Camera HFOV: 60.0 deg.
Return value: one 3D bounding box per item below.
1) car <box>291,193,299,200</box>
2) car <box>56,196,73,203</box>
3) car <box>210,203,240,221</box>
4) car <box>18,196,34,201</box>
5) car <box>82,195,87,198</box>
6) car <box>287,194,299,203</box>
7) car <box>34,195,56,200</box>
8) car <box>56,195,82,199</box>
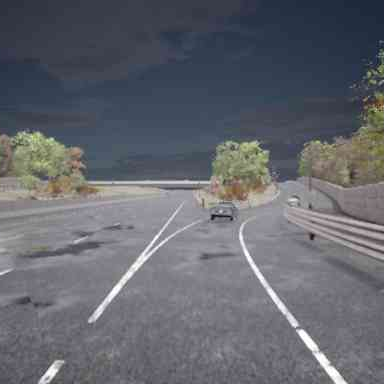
[{"bbox_3d":[26.343,1.209,85.227,1.837,1.490,4.892,0,4,19],"label":"car"},{"bbox_3d":[-27.980,1.616,72.962,1.895,1.301,4.718,0,0,0],"label":"car"},{"bbox_3d":[2.848,1.616,27.839,2.033,1.411,5.357,2,-1,15],"label":"car"},{"bbox_3d":[-28.004,1.511,56.841,1.837,1.490,4.892,0,0,1],"label":"car"},{"bbox_3d":[-24.480,1.521,73.196,1.837,1.490,4.892,0,0,0],"label":"car"},{"bbox_3d":[22.858,1.903,75.785,1.895,1.301,4.718,0,3,21],"label":"car"},{"bbox_3d":[-24.512,1.360,57.093,2.097,1.767,4.553,0,0,1],"label":"car"},{"bbox_3d":[-21.014,1.511,57.082,1.837,1.490,4.892,0,0,1],"label":"car"}]
